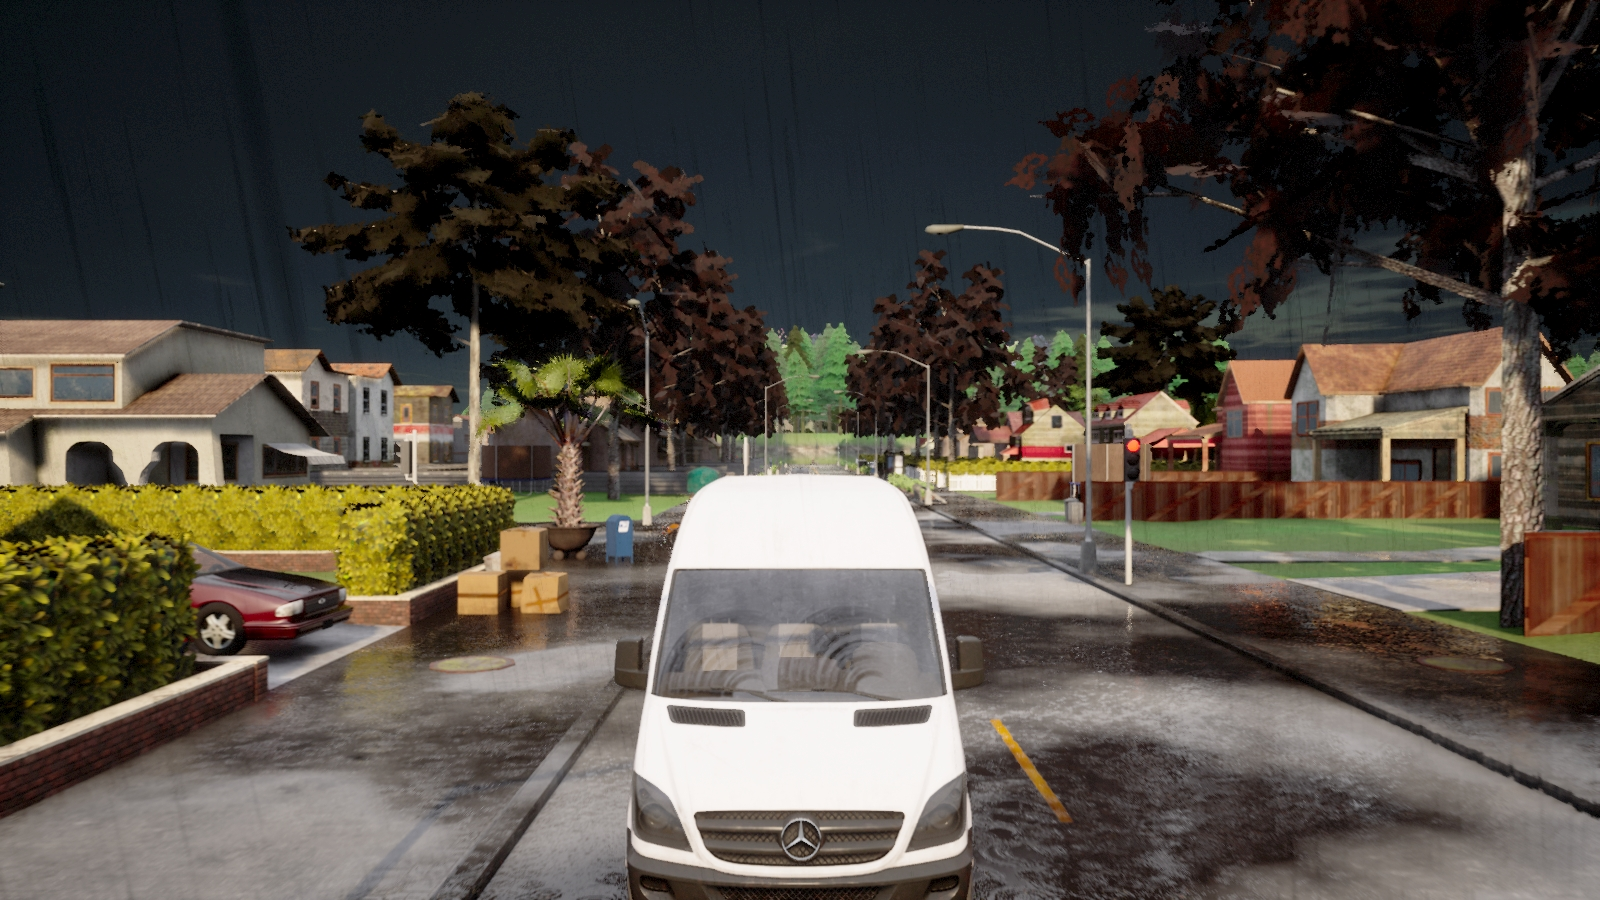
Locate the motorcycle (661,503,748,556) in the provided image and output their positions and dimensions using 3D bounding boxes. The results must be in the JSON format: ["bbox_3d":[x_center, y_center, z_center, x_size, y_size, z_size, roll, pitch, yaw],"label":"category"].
[{"bbox_3d":[-2.622,2.151,31.296,2.356,1.307,0.764,0,1,29],"label":"motorcycle"}]

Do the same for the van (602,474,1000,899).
[{"bbox_3d":[0.003,1.532,8.671,1.988,2.561,5.915,0,0,0],"label":"van"}]
